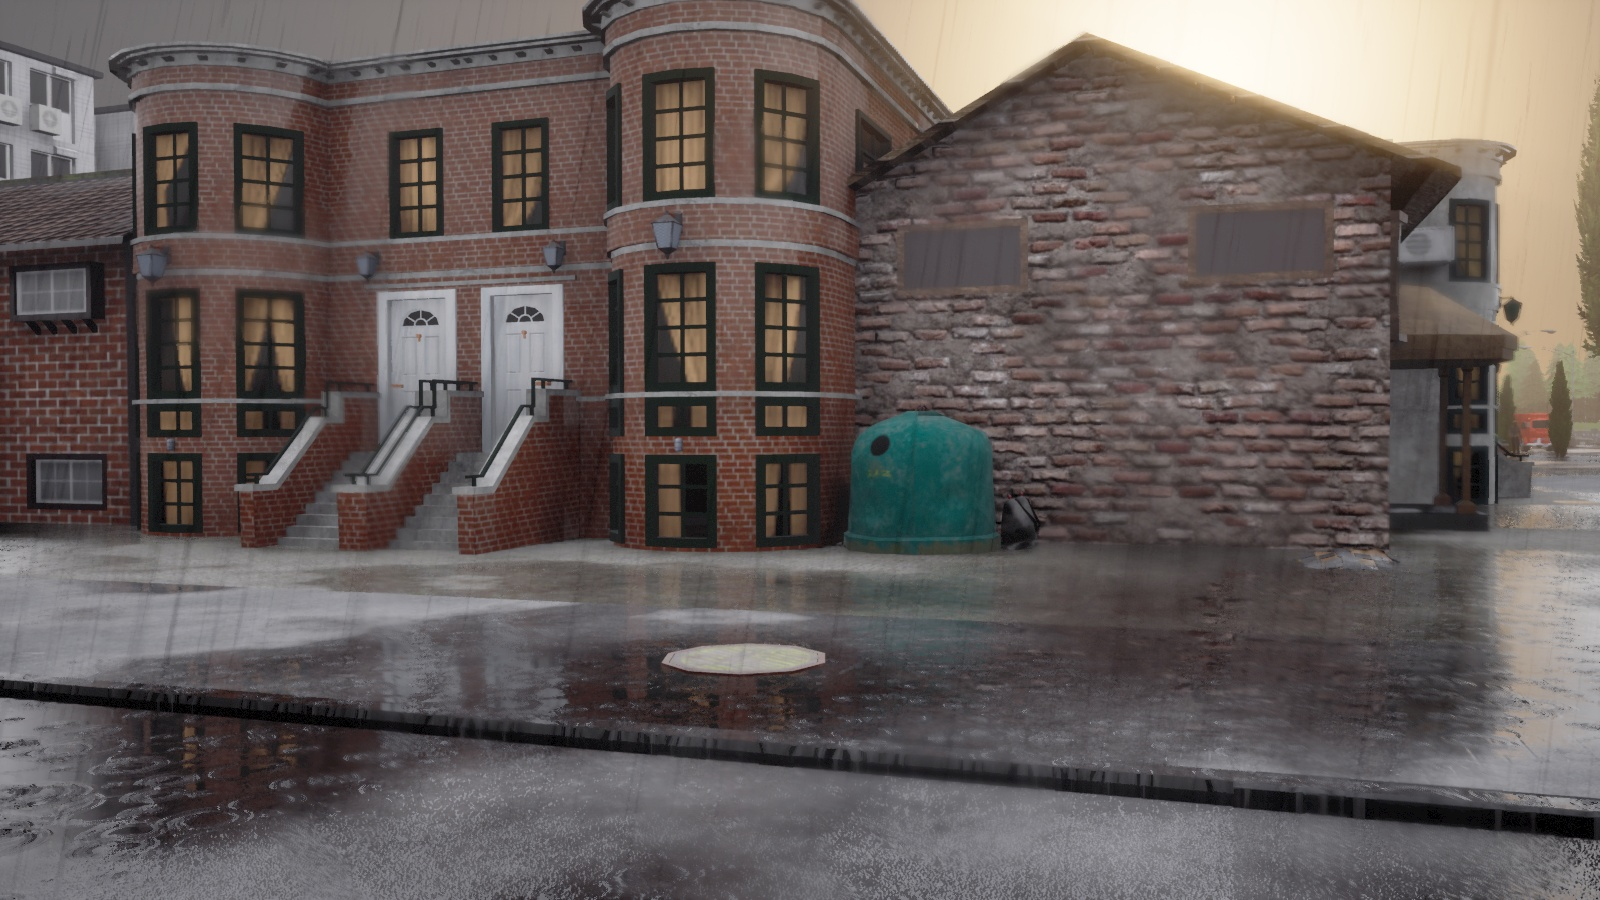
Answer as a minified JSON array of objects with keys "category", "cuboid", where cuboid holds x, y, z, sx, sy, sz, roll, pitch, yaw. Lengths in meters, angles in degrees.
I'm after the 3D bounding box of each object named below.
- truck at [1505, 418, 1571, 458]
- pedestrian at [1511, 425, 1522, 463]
[{"category":"truck","cuboid":[47.429,-0.777,80.859,2.627,2.467,5.204,1,1,19]},{"category":"pedestrian","cuboid":[34.610,-0.305,60.651,0.331,1.846,0.634,1,1,19]}]
